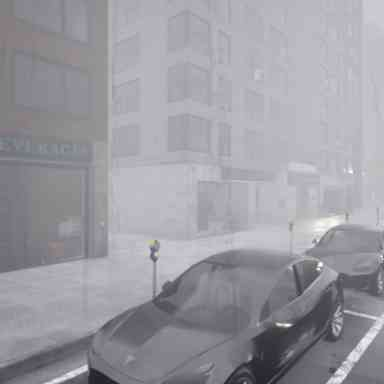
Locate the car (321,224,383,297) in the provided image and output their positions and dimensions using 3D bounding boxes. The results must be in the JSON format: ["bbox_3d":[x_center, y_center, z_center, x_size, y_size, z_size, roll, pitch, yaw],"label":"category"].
[{"bbox_3d":[4.333,1.565,8.764,1.947,1.339,4.313,0,0,41],"label":"car"}]

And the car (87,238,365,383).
[{"bbox_3d":[0.714,1.566,4.590,1.947,1.339,4.313,0,0,41],"label":"car"}]
